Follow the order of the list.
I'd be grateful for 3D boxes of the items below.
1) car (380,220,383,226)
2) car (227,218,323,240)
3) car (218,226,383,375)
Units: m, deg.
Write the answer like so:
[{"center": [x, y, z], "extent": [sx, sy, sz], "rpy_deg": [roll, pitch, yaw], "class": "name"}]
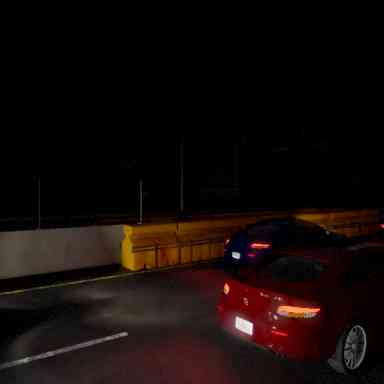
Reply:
[{"center": [10.854, 1.547, 15.790], "extent": [5.357, 1.411, 2.033], "rpy_deg": [0, 0, -36], "class": "car"}, {"center": [3.055, 1.526, 10.230], "extent": [4.674, 1.442, 1.812], "rpy_deg": [0, 0, -35], "class": "car"}, {"center": [2.525, 1.526, 5.555], "extent": [4.674, 1.442, 1.812], "rpy_deg": [0, 0, -36], "class": "car"}]
